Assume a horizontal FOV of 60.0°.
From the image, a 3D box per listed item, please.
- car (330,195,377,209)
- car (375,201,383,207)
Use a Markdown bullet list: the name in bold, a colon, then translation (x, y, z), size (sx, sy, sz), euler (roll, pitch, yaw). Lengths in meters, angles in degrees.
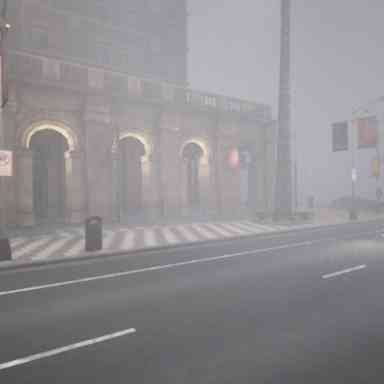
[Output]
- **car**: translation (17.897, 1.087, 36.284), size (2.033, 1.411, 5.357), euler (-1, 1, -34)
- **car**: translation (11.415, 1.273, 16.331), size (4.902, 1.511, 2.128), euler (-1, 1, -36)
